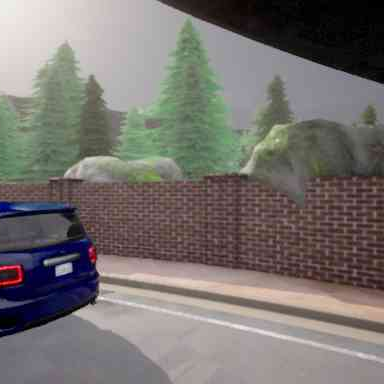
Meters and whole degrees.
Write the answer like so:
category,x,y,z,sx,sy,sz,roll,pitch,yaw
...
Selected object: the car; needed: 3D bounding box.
category,x,y,z,sx,sy,sz,roll,pitch,yaw
car,-4.247,1.198,5.868,5.566,2.045,2.150,0,0,25
